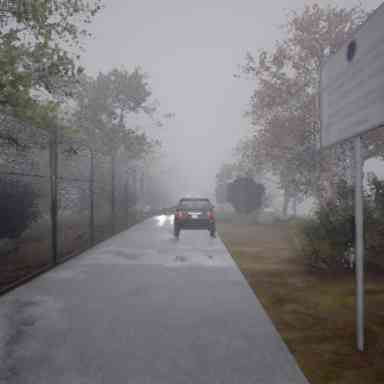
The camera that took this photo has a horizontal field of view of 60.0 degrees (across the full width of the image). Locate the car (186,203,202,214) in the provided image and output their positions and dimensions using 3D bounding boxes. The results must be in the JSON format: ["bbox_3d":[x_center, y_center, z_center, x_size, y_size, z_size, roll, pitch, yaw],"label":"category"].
[{"bbox_3d":[0.247,2.068,42.459,1.895,1.301,4.718,0,-1,0],"label":"car"}]

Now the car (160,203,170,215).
[{"bbox_3d":[-2.713,2.009,39.637,1.895,1.301,4.718,0,-1,0],"label":"car"}]

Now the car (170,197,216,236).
[{"bbox_3d":[0.149,1.319,19.053,2.150,2.045,5.566,0,-1,0],"label":"car"}]
